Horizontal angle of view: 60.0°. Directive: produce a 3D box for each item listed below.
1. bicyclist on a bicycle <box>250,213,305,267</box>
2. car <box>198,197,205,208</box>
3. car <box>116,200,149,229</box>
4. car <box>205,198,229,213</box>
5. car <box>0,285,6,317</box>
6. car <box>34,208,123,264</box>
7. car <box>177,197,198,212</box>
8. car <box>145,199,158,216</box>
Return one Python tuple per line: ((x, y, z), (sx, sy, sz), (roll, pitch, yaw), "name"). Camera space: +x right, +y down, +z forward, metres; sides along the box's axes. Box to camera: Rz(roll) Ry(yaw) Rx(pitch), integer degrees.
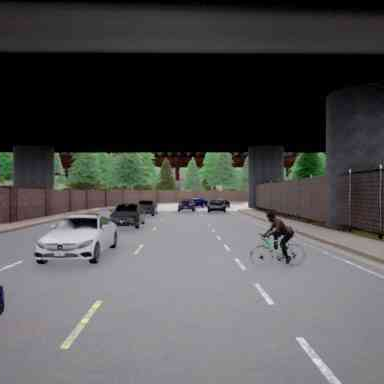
((2.547, 1.450, 9.937), (1.656, 1.620, 0.582), (-2, 0, -2), "bicyclist on a bicycle")
((1.071, 1.476, 48.643), (1.882, 1.535, 5.008), (0, 0, 15), "car")
((-4.176, 1.504, 21.814), (1.837, 1.490, 4.892), (0, 0, -2), "car")
((2.776, 1.563, 37.356), (1.994, 1.385, 4.181), (0, 0, 4), "car")
((-3.632, 1.601, 2.678), (1.895, 1.301, 4.718), (0, 0, -2), "car")
((-3.901, 1.525, 11.949), (1.812, 1.442, 4.674), (0, 0, -2), "car")
((-0.577, 1.524, 38.974), (1.812, 1.442, 4.674), (0, 0, 3), "car")
((-4.393, 1.504, 32.156), (1.837, 1.490, 4.892), (0, 0, -1), "car")
